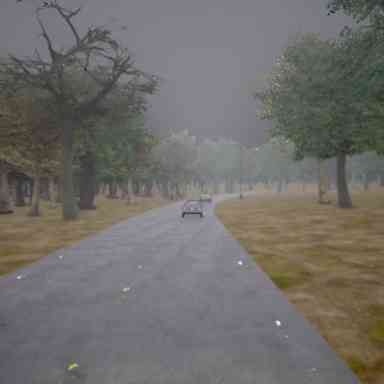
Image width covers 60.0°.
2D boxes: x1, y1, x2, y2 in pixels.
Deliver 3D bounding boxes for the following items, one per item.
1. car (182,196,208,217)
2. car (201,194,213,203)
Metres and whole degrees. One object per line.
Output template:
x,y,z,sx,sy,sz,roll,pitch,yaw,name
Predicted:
0.126,1.394,29.398,2.033,1.411,5.357,0,1,3,car
2.310,1.053,55.674,2.163,1.488,4.792,0,1,8,car
